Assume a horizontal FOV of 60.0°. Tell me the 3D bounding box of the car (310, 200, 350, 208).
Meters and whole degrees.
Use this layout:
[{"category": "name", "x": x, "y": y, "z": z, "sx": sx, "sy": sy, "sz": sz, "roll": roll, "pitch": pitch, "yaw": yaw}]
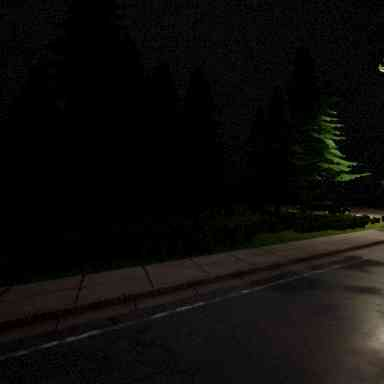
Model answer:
[{"category": "car", "x": 13.679, "y": 1.576, "z": 34.905, "sx": 2.033, "sy": 1.411, "sz": 5.357, "roll": 0, "pitch": 0, "yaw": -38}]
